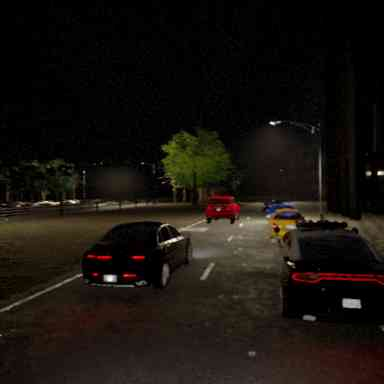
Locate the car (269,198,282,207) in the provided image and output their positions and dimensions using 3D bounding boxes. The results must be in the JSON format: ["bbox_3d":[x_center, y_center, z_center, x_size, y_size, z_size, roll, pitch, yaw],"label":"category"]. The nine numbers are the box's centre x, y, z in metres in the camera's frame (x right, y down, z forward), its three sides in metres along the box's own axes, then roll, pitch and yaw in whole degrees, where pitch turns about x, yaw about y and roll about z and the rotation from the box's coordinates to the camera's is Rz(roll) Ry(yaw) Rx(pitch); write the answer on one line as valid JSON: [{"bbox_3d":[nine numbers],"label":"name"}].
[{"bbox_3d":[15.199,1.847,60.329,1.837,1.490,4.892,-1,-1,18],"label":"car"}]

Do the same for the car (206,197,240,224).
[{"bbox_3d":[2.577,1.410,27.031,2.150,2.045,5.566,-1,0,13],"label":"car"}]

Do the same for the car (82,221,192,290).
[{"bbox_3d":[-1.263,1.591,9.415,1.837,1.490,4.892,-1,-1,11],"label":"car"}]

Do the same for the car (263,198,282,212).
[{"bbox_3d":[10.118,1.790,42.838,2.033,1.411,5.357,-1,0,16],"label":"car"}]

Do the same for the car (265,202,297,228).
[{"bbox_3d":[4.872,1.537,17.181,1.801,1.575,5.366,-1,0,12],"label":"car"}]

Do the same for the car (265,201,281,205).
[{"bbox_3d":[6.128,1.592,22.776,1.882,1.535,5.008,-1,-1,13],"label":"car"}]

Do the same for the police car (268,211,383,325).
[{"bbox_3d":[2.845,1.451,7.435,1.930,1.638,5.238,-1,0,11],"label":"police car"}]
